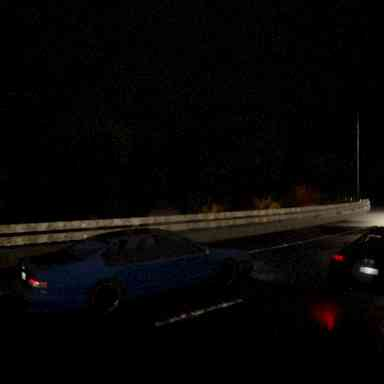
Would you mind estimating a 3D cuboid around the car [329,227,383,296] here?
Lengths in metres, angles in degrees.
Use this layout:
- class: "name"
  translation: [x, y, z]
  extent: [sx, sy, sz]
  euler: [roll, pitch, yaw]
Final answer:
- class: "car"
  translation: [5.093, 1.561, 8.029]
  extent: [4.181, 1.385, 1.994]
  euler: [0, 0, -41]

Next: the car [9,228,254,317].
- class: "car"
  translation: [-1.017, 1.547, 7.483]
  extent: [5.357, 1.411, 2.033]
  euler: [0, 0, -38]
